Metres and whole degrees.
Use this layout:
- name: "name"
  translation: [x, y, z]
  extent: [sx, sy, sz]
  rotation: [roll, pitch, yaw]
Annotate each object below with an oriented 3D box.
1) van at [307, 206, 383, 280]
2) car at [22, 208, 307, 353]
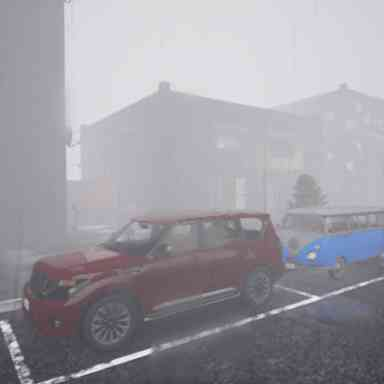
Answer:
- name: "van"
  translation: [4.166, 1.312, 9.520]
  extent: [3.998, 1.788, 1.690]
  rotation: [0, 0, -35]
- name: "car"
  translation: [-0.357, 1.304, 6.306]
  extent: [5.009, 1.841, 2.192]
  rotation: [0, 0, -35]
